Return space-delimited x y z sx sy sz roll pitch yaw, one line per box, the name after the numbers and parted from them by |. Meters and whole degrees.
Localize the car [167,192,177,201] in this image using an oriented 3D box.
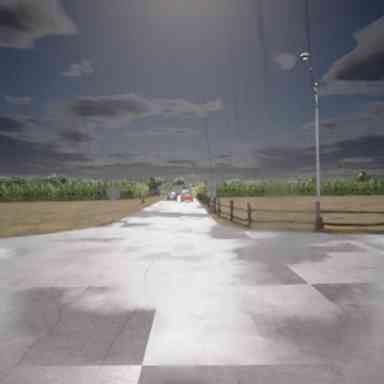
-3.685 0.827 61.643 2.128 1.511 4.902 0 0 -1 | car

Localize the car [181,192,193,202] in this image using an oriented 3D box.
-0.871 0.721 57.481 2.097 1.767 4.553 0 0 -1 | car

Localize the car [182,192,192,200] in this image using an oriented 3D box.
-1.023 0.807 67.518 1.837 1.490 4.892 0 0 -1 | car
